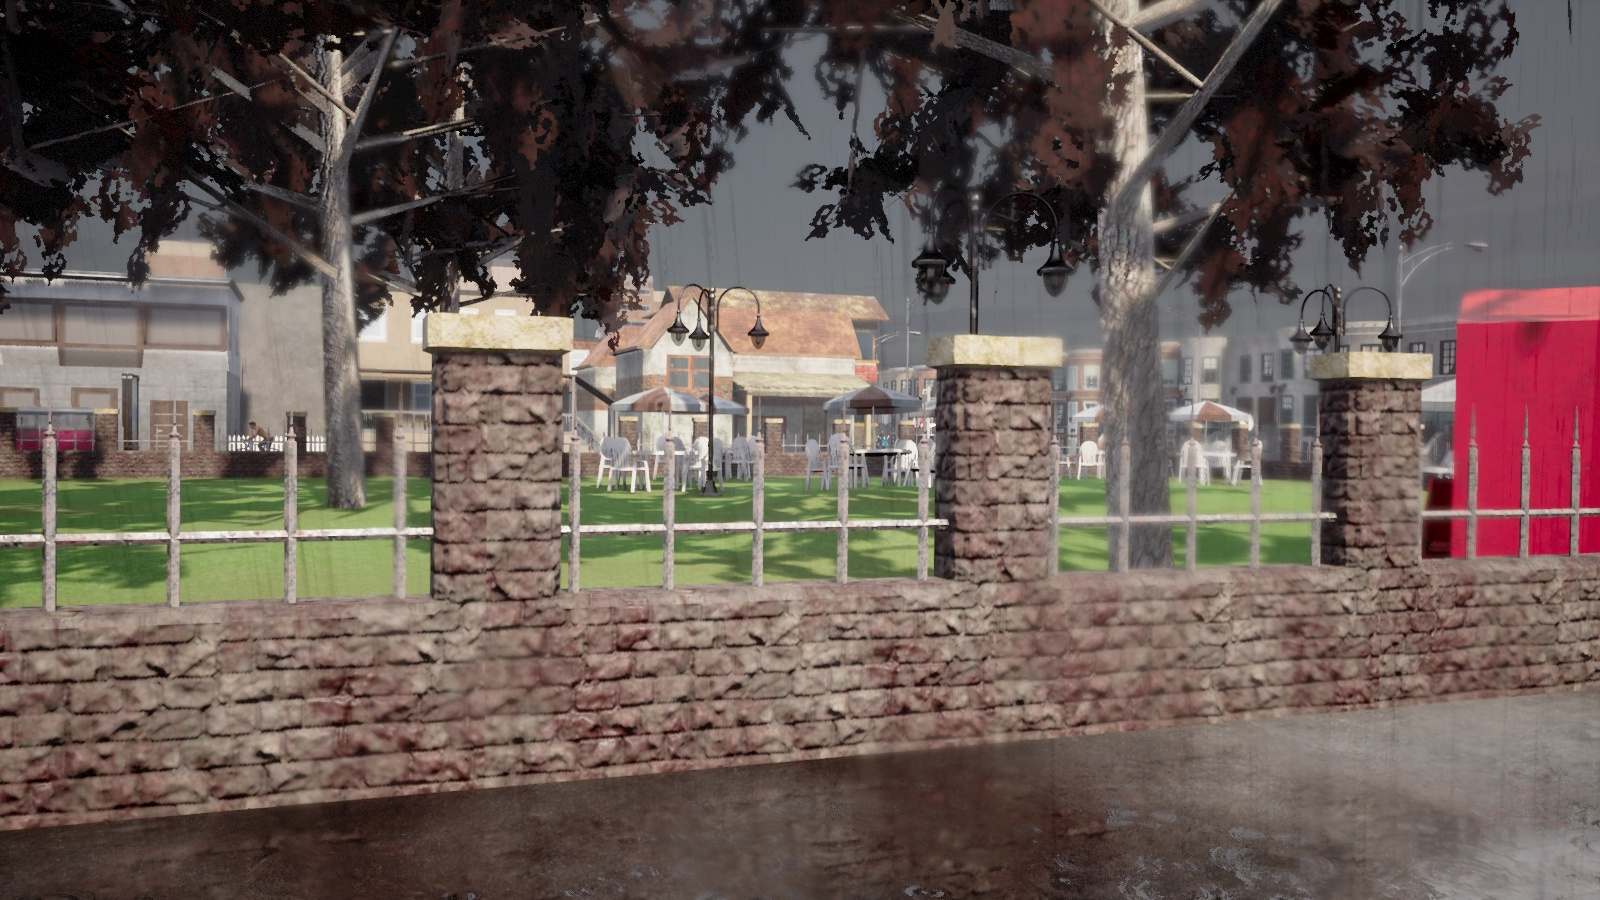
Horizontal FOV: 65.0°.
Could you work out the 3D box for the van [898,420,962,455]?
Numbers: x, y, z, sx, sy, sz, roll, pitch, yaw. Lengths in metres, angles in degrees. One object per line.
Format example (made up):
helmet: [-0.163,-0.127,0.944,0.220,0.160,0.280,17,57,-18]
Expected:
van: [7.808,-0.780,75.766,2.069,2.038,4.480,-1,1,-21]

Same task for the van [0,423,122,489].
van: [-23.681,0.170,38.932,4.442,1.987,1.775,-1,1,-21]
